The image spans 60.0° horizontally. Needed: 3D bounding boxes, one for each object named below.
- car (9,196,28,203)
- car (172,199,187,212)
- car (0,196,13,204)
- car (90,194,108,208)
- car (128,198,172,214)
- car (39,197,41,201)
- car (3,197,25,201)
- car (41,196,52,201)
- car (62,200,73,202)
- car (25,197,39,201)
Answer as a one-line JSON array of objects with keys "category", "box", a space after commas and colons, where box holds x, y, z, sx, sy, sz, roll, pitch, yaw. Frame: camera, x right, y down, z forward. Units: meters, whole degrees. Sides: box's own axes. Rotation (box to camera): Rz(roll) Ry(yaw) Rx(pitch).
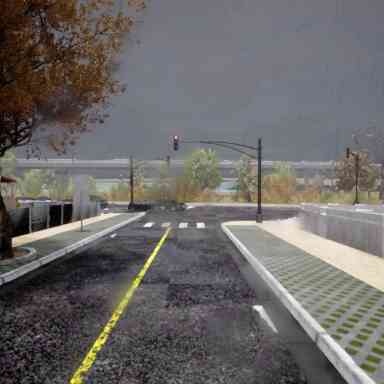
[{"category": "car", "box": [-38.984, 1.680, 74.694, 4.718, 1.301, 1.895, -1, 2, 36]}, {"category": "car", "box": [-2.894, 1.556, 40.317, 4.892, 1.490, 1.837, -1, 1, 36]}, {"category": "car", "box": [-40.872, 1.695, 72.047, 4.892, 1.490, 1.837, -1, 2, 36]}, {"category": "car", "box": [-14.795, 1.377, 48.958, 5.566, 2.045, 2.150, -1, 2, 36]}, {"category": "car", "box": [-5.159, 1.656, 37.949, 4.902, 1.511, 2.128, -1, 2, 36]}, {"category": "car", "box": [-32.660, 1.746, 66.085, 4.674, 1.442, 1.812, -1, 2, 36]}, {"category": "car", "box": [-31.541, 1.888, 57.191, 4.902, 1.511, 2.128, -1, 2, 36]}, {"category": "car", "box": [-30.859, 1.630, 68.791, 4.674, 1.442, 1.812, -1, 2, 36]}, {"category": "car", "box": [-16.929, 1.792, 46.507, 4.674, 1.442, 1.812, -1, 2, 36]}, {"category": "car", "box": [-30.636, 1.645, 60.577, 4.553, 1.767, 2.097, 0, 2, 36]}]
